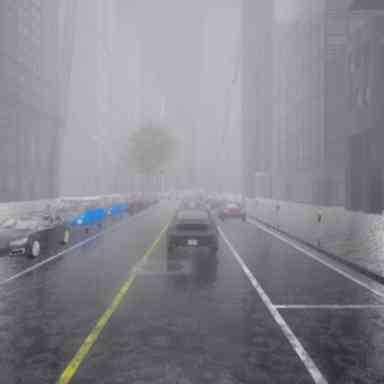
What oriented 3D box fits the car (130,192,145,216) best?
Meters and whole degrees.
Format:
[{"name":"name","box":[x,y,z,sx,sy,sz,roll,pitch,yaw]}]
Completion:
[{"name":"car","box":[-5.776,0.996,28.946,2.192,1.841,5.009,0,1,0]}]

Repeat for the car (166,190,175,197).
[{"name":"car","box":[-5.804,0.335,91.393,2.192,1.841,5.009,0,1,0]}]

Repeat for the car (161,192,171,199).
[{"name":"car","box":[-5.796,0.723,74.194,1.752,1.417,4.829,0,1,0]}]

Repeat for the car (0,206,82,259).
[{"name":"car","box":[-5.768,1.418,11.917,2.008,1.369,4.403,0,1,0]}]

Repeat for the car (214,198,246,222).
[{"name":"car","box":[2.752,1.325,23.282,1.802,1.307,4.206,0,1,0]}]

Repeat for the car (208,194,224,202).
[{"name":"car","box":[2.747,1.169,34.636,2.008,1.369,4.403,0,1,0]}]

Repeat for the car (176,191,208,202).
[{"name":"car","box":[0.034,1.041,28.173,2.097,1.767,4.553,0,1,1]}]

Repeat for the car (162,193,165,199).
[{"name":"car","box":[-5.786,0.985,51.656,2.008,1.369,4.403,0,1,0]}]

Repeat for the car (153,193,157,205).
[{"name":"car","box":[-5.781,1.123,40.303,1.947,1.339,4.313,0,1,0]}]

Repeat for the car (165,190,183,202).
[{"name":"car","box":[-3.086,0.862,57.668,2.128,1.511,4.902,0,1,0]}]

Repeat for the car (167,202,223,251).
[{"name":"car","box":[0.040,1.358,13.269,1.837,1.490,4.892,0,1,1]}]

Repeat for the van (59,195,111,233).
[{"name":"van","box":[-5.771,1.146,17.592,1.690,1.788,3.998,0,1,0]}]

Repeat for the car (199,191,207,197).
[{"name":"car","box":[2.724,0.518,85.730,1.967,1.590,4.097,0,1,0]}]

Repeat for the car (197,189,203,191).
[{"name":"car","box":[2.359,0.656,64.046,2.097,1.767,4.553,0,1,0]}]

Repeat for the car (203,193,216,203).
[{"name":"car","box":[2.739,0.958,51.837,1.752,1.417,4.829,0,1,0]}]

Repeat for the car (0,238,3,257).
[{"name":"car","box":[-5.766,1.370,6.238,1.967,1.590,4.097,0,1,0]}]

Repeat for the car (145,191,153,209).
[{"name":"car","box":[-5.779,0.934,34.623,2.192,1.841,5.009,0,1,0]}]

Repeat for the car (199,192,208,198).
[{"name":"car","box":[2.727,0.688,80.054,2.008,1.369,4.403,0,1,0]}]

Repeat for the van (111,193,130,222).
[{"name":"van","box":[-5.774,1.084,23.269,1.690,1.788,3.998,0,1,0]}]

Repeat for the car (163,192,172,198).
[{"name":"car","box":[-5.799,0.719,80.042,1.802,1.307,4.206,0,1,0]}]

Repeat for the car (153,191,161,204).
[{"name":"car","box":[-5.784,0.810,45.977,2.192,1.841,5.009,0,1,0]}]

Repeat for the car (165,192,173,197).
[{"name":"car","box":[-5.801,0.660,85.719,1.802,1.307,4.206,0,1,0]}]
